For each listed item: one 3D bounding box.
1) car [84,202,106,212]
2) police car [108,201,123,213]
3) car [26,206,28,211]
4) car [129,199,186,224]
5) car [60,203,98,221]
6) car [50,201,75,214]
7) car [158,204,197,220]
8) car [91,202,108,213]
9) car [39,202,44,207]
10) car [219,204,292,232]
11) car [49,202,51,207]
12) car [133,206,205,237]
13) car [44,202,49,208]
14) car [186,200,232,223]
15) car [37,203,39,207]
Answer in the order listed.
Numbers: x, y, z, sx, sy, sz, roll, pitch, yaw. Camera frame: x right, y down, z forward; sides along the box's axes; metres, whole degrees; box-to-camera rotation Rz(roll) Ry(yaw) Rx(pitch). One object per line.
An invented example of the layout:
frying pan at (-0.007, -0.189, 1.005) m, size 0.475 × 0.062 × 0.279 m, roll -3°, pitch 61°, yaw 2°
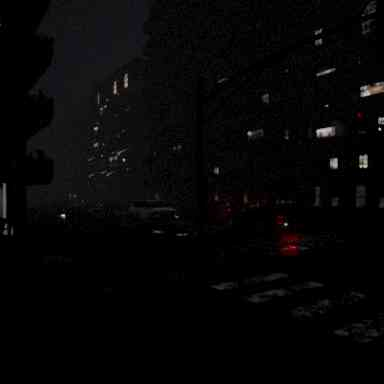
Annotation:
car at (-16.128, 2.400, 55.264) m, size 1.882 × 1.535 × 5.008 m, roll 0°, pitch -1°, yaw -36°
police car at (-12.080, 2.224, 49.688) m, size 1.930 × 1.638 × 5.238 m, roll 0°, pitch -1°, yaw -36°
car at (-31.610, 2.752, 61.518) m, size 1.887 × 1.381 × 4.507 m, roll -1°, pitch 0°, yaw -36°
car at (-3.147, 1.616, 26.806) m, size 2.150 × 2.045 × 5.566 m, roll 0°, pitch -1°, yaw -36°
car at (-11.623, 2.146, 34.036) m, size 1.887 × 1.381 × 4.507 m, roll -1°, pitch 0°, yaw -36°
car at (-18.334, 2.409, 47.818) m, size 2.033 × 1.411 × 5.357 m, roll 0°, pitch -1°, yaw -35°
car at (-1.577, 2.013, 34.415) m, size 1.887 × 1.381 × 4.507 m, roll -2°, pitch 0°, yaw -36°
car at (-14.281, 2.349, 47.472) m, size 2.033 × 1.411 × 5.357 m, roll 0°, pitch -1°, yaw -36°
car at (-34.889, 3.018, 80.217) m, size 1.887 × 1.381 × 4.507 m, roll -2°, pitch 0°, yaw -36°
car at (4.265, 1.738, 22.049) m, size 1.837 × 1.490 × 4.892 m, roll 0°, pitch -1°, yaw -35°
car at (-28.233, 2.592, 71.057) m, size 2.192 × 1.841 × 5.009 m, roll -2°, pitch 0°, yaw -36°
car at (-1.529, 1.815, 20.157) m, size 1.752 × 1.417 × 4.829 m, roll -2°, pitch 0°, yaw -36°
car at (-31.557, 2.941, 75.637) m, size 1.947 × 1.339 × 4.313 m, roll -2°, pitch 0°, yaw -36°
car at (1.747, 1.681, 29.835) m, size 2.192 × 1.841 × 5.009 m, roll -2°, pitch 0°, yaw -36°
car at (-38.215, 3.136, 84.800) m, size 1.947 × 1.339 × 4.313 m, roll -2°, pitch 0°, yaw -36°
